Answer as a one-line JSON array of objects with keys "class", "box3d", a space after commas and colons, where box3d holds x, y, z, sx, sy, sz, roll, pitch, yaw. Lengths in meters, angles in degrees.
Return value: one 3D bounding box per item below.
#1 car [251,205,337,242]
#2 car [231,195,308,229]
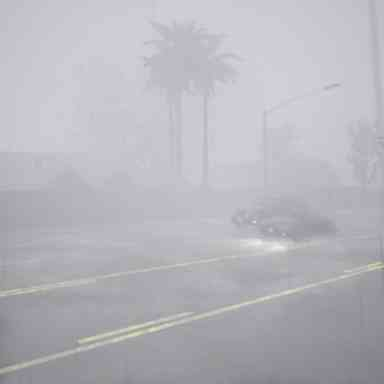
[{"class": "car", "box3d": [5.220, 1.551, 16.341, 4.181, 1.385, 1.994, 0, 0, -36]}, {"class": "car", "box3d": [4.959, 1.208, 20.459, 5.566, 2.045, 2.150, 0, 0, -35]}]
